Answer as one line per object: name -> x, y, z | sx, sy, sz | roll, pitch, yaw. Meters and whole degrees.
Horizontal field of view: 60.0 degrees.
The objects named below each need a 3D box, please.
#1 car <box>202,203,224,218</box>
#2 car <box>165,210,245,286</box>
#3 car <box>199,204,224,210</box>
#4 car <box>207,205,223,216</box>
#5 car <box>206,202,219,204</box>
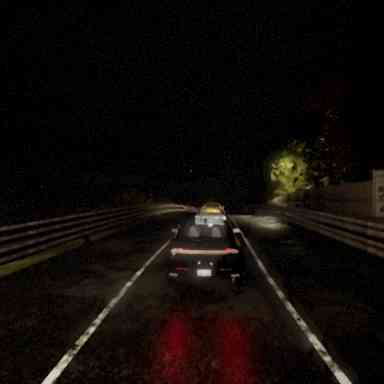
car -> 2.296, 1.906, 35.358 | 2.128, 1.511, 4.902 | 0, -2, 5
car -> 0.380, 1.483, 9.412 | 2.128, 1.511, 4.902 | 0, 0, 3
car -> 1.228, 1.646, 21.630 | 1.895, 1.301, 4.718 | 0, -1, 4
car -> 2.902, 2.292, 41.446 | 1.895, 1.301, 4.718 | 0, -3, 4
car -> 1.809, 1.683, 29.206 | 1.882, 1.535, 5.008 | 0, -2, 5
